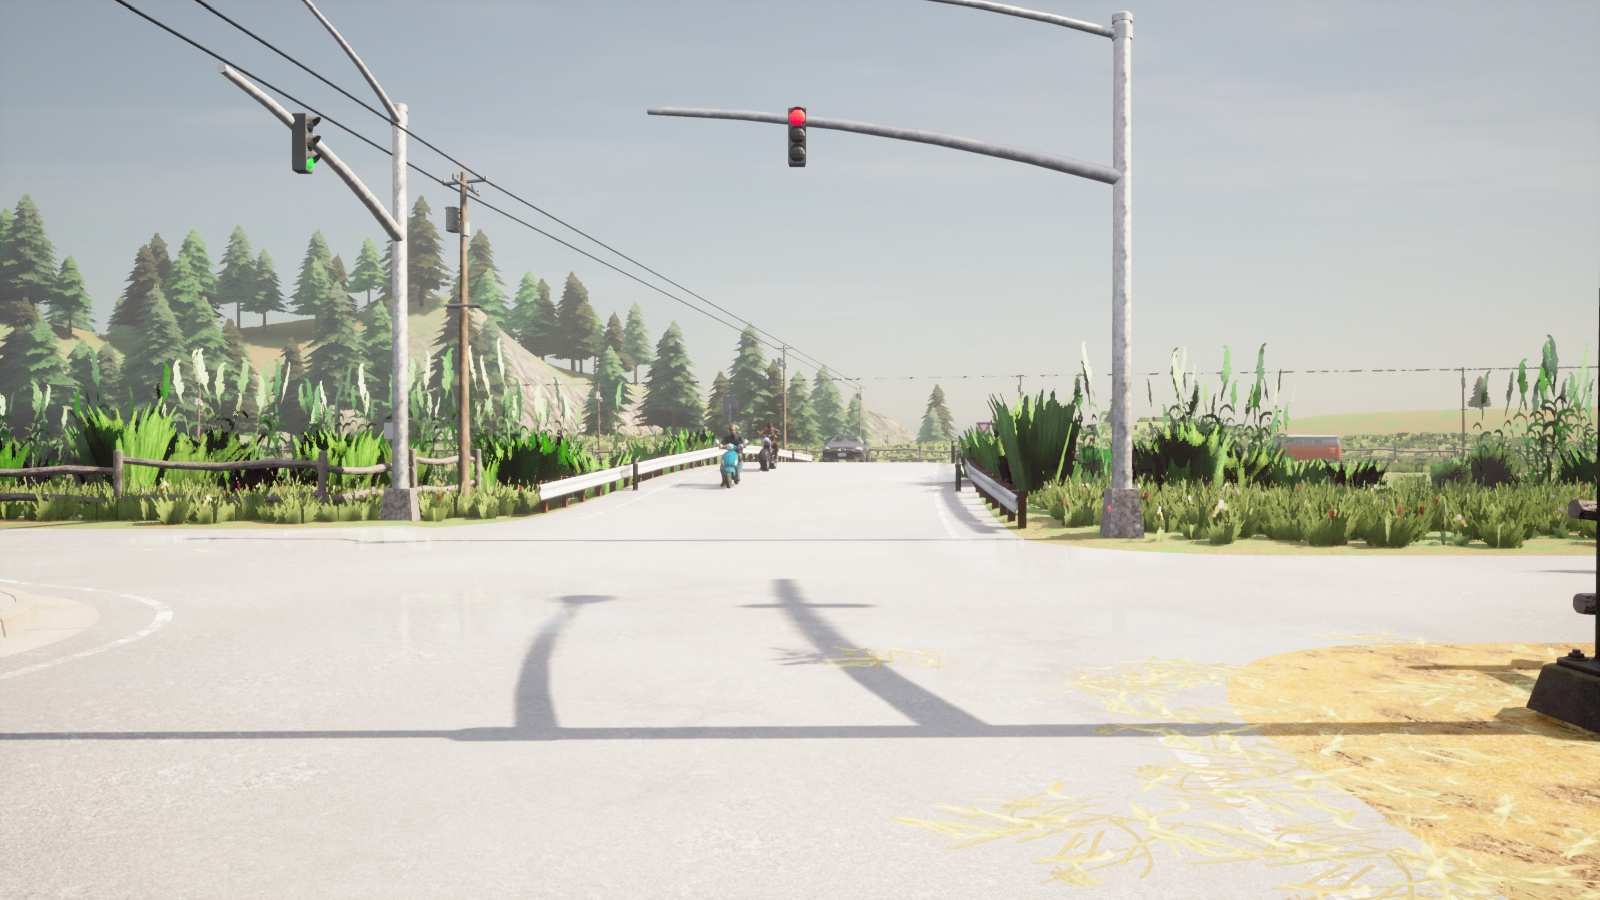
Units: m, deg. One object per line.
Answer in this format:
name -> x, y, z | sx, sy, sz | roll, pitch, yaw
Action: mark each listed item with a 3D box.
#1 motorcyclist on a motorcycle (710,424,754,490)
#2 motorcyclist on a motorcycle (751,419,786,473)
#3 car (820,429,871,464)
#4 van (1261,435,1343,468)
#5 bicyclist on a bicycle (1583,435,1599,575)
motorcyclist on a motorcycle -> -1.742, 0.157, 32.663 | 0.866, 1.590, 1.817 | 0, 3, 6
motorcyclist on a motorcycle -> -0.981, -0.151, 39.691 | 0.766, 1.649, 2.350 | 0, 2, 7
car -> 2.375, -0.142, 64.267 | 2.152, 1.651, 5.027 | 0, -2, 7
van -> 31.185, 0.083, 78.135 | 4.442, 1.987, 1.775 | 0, 0, 6
bicyclist on a bicycle -> 10.043, 0.626, 14.480 | 1.656, 1.620, 0.582 | 0, 0, 1
